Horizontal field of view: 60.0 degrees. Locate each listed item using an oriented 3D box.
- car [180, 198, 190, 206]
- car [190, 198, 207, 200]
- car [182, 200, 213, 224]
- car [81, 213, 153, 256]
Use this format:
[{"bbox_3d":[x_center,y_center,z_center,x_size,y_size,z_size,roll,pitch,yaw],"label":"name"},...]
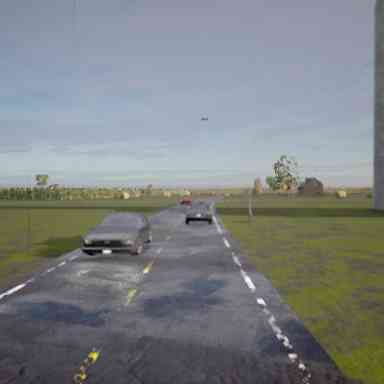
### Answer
[{"bbox_3d":[-0.870,1.601,55.034,1.895,1.301,4.718,0,0,4],"label":"car"},{"bbox_3d":[1.078,1.513,38.671,1.837,1.490,4.892,0,0,3],"label":"car"},{"bbox_3d":[0.524,1.571,24.936,1.994,1.385,4.181,0,0,2],"label":"car"},{"bbox_3d":[-2.714,1.551,13.413,2.033,1.411,5.357,0,0,1],"label":"car"}]
